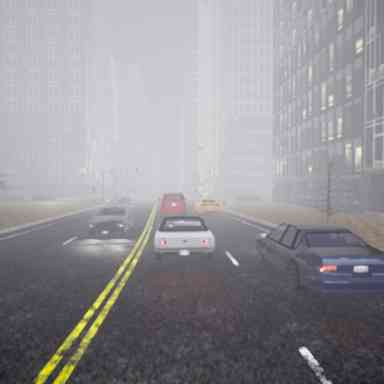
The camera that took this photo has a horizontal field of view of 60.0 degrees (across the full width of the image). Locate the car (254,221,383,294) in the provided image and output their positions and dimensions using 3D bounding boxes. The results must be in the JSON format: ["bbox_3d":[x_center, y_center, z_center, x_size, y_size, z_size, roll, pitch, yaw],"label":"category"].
[{"bbox_3d":[3.093,1.489,8.810,2.033,1.411,5.357,0,0,-2],"label":"car"}]

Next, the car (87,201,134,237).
[{"bbox_3d":[-4.184,1.448,17.901,2.033,1.411,5.357,0,0,-5],"label":"car"}]

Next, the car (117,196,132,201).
[{"bbox_3d":[-10.452,1.253,51.962,1.994,1.385,4.181,0,0,-5],"label":"car"}]

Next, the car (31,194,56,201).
[{"bbox_3d":[-27.629,1.098,62.067,4.313,1.339,1.947,0,1,-4],"label":"car"}]

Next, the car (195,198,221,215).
[{"bbox_3d":[1.396,1.283,30.760,1.882,1.535,5.008,0,0,-5],"label":"car"}]

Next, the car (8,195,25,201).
[{"bbox_3d":[-33.302,1.079,61.685,4.206,1.307,1.802,0,1,-4],"label":"car"}]

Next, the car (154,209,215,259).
[{"bbox_3d":[-0.354,1.527,12.256,1.895,1.301,4.718,0,0,-3],"label":"car"}]

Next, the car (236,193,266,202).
[{"bbox_3d":[11.186,1.082,65.067,5.009,1.841,2.192,0,1,-4],"label":"car"}]

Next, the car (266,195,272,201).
[{"bbox_3d":[16.021,1.138,73.828,4.829,1.417,1.752,0,1,-4],"label":"car"}]

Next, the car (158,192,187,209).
[{"bbox_3d":[-1.634,1.051,28.197,2.150,2.045,5.566,0,0,-5],"label":"car"}]
